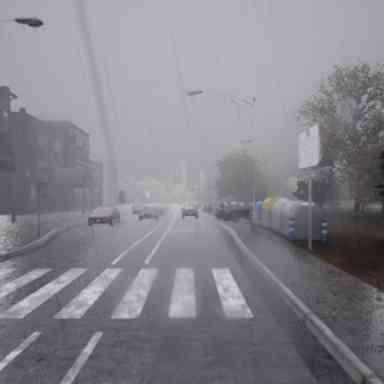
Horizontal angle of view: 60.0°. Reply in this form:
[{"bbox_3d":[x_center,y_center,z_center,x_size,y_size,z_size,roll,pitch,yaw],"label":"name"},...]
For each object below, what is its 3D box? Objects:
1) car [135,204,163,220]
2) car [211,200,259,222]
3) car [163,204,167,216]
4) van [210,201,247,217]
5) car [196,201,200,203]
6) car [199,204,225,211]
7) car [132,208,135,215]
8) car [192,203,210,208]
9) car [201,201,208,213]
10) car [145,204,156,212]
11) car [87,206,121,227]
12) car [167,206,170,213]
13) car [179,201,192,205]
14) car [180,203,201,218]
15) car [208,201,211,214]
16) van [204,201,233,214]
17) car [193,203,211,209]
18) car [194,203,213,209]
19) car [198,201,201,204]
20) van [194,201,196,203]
[{"bbox_3d":[-4.454,2.263,35.162,1.994,1.385,4.181,0,-2,-2],"label":"car"},{"bbox_3d":[5.183,1.844,32.691,5.566,2.045,2.435,1,-2,-22],"label":"car"},{"bbox_3d":[-4.772,2.634,45.496,1.895,1.301,4.718,0,-2,-2],"label":"car"},{"bbox_3d":[4.900,2.256,44.549,4.442,1.987,1.878,1,-2,-22],"label":"van"},{"bbox_3d":[3.978,3.095,65.144,5.366,1.575,1.946,1,-1,-22],"label":"car"},{"bbox_3d":[4.053,3.185,68.184,4.892,1.521,2.231,1,-1,-22],"label":"car"},{"bbox_3d":[-7.686,2.706,49.820,2.033,1.411,5.357,0,-1,-1],"label":"car"},{"bbox_3d":[2.588,3.890,94.835,4.674,1.452,2.002,1,-2,-24],"label":"car"},{"bbox_3d":[4.732,2.322,47.471,5.566,2.045,2.435,1,-2,-22],"label":"car"},{"bbox_3d":[-8.123,3.171,65.537,1.812,1.442,4.674,0,-1,-2],"label":"car"},{"bbox_3d":[-6.966,1.903,26.722,1.882,1.535,5.008,0,-2,-3],"label":"car"},{"bbox_3d":[-5.230,3.051,61.822,1.812,1.442,4.674,0,-2,-1],"label":"car"},{"bbox_3d":[-1.488,3.328,73.725,1.882,1.535,5.008,0,-2,-3],"label":"car"},{"bbox_3d":[-0.281,2.388,40.296,1.812,1.442,4.674,0,-2,-2],"label":"car"},{"bbox_3d":[5.045,1.939,35.615,5.566,2.045,2.435,1,-2,-22],"label":"car"},{"bbox_3d":[4.532,2.621,56.382,4.442,1.987,1.878,1,-2,-22],"label":"van"},{"bbox_3d":[2.776,3.822,91.887,4.674,1.452,2.002,1,-1,-24],"label":"car"},{"bbox_3d":[2.987,3.753,88.948,4.674,1.452,2.002,1,-2,-24],"label":"car"},{"bbox_3d":[4.417,3.018,62.316,5.366,1.575,1.946,1,-2,-22],"label":"car"},{"bbox_3d":[3.625,3.273,80.111,4.442,1.987,1.878,1,-2,-23],"label":"van"}]
